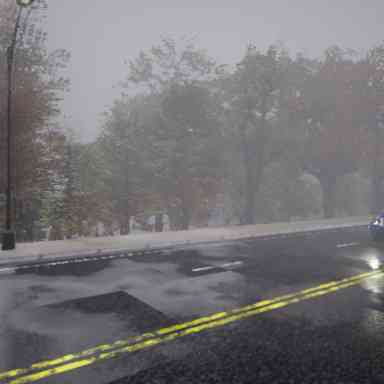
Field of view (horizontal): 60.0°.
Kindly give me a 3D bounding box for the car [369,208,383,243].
[{"bbox_3d":[10.300,1.253,15.024,5.566,2.045,2.150,0,0,-35],"label":"car"}]
